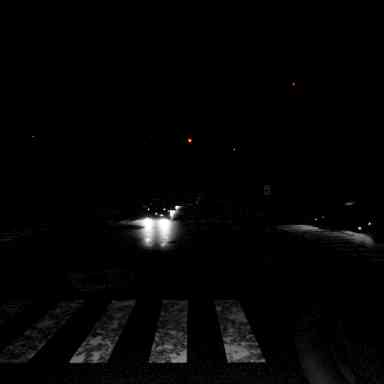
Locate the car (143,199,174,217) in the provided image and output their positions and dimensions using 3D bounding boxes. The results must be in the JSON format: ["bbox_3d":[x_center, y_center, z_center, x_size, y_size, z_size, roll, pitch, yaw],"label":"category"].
[{"bbox_3d":[-3.162,1.641,32.086,1.895,1.301,4.718,0,0,1],"label":"car"}]

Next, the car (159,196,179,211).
[{"bbox_3d":[-3.123,1.623,42.585,1.994,1.385,4.181,0,0,0],"label":"car"}]

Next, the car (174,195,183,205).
[{"bbox_3d":[-3.084,1.654,56.385,1.994,1.385,4.181,0,0,0],"label":"car"}]

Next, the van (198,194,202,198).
[{"bbox_3d":[2.387,1.435,58.234,1.690,1.788,3.998,0,0,0],"label":"van"}]

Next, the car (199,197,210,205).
[{"bbox_3d":[2.396,1.660,63.745,2.008,1.369,4.403,0,0,0],"label":"car"}]

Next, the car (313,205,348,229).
[{"bbox_3d":[9.817,1.534,20.793,4.181,1.385,1.994,0,0,3],"label":"car"}]

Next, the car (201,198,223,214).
[{"bbox_3d":[2.351,1.613,36.190,1.947,1.339,4.313,0,0,0],"label":"car"}]

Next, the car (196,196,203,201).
[{"bbox_3d":[2.030,1.715,90.160,1.812,1.442,4.674,0,0,0],"label":"car"}]

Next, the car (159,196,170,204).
[{"bbox_3d":[-5.619,1.565,69.269,1.967,1.590,4.097,0,0,0],"label":"car"}]

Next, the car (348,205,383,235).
[{"bbox_3d":[11.459,1.503,17.439,5.357,1.411,2.033,0,0,0],"label":"car"}]

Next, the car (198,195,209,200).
[{"bbox_3d":[2.378,1.647,52.724,1.947,1.339,4.313,0,0,0],"label":"car"}]

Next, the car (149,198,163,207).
[{"bbox_3d":[-5.647,1.663,52.736,1.802,1.307,4.206,0,0,0],"label":"car"}]

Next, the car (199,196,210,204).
[{"bbox_3d":[2.369,1.650,47.213,1.802,1.307,4.206,0,0,0],"label":"car"}]

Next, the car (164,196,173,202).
[{"bbox_3d":[-5.601,1.710,80.290,2.008,1.369,4.403,0,0,0],"label":"car"}]

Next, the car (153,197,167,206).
[{"bbox_3d":[-5.637,1.645,58.247,2.008,1.369,4.403,0,0,0],"label":"car"}]

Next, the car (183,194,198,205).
[{"bbox_3d":[-0.240,1.673,63.758,1.994,1.385,4.181,0,0,0],"label":"car"}]

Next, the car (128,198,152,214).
[{"bbox_3d":[-5.674,1.487,36.205,1.967,1.590,4.097,0,0,0],"label":"car"}]
